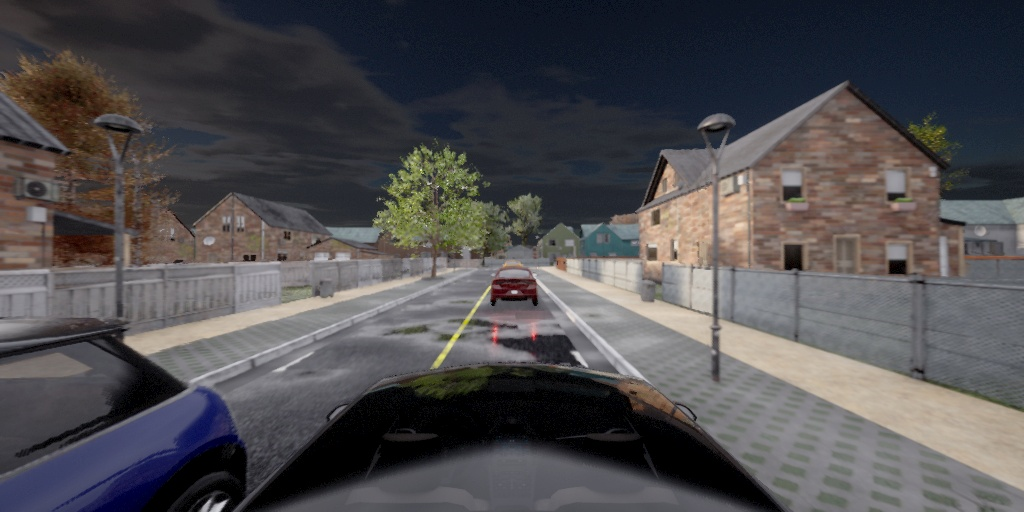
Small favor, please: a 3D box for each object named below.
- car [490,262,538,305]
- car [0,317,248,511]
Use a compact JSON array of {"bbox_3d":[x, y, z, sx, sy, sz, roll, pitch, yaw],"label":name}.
[{"bbox_3d":[0.091,1.199,15.876,1.882,1.535,5.008,0,0,0],"label":"car"},{"bbox_3d":[-2.751,1.105,0.370,2.097,1.767,4.553,0,0,0],"label":"car"}]
